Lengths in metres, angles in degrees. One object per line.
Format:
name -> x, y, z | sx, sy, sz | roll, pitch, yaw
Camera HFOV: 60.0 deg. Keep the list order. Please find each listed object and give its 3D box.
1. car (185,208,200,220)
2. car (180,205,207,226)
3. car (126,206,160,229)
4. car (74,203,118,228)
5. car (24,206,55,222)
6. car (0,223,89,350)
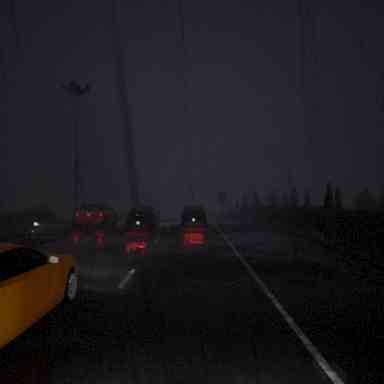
car -> 0.109, 2.839, 42.600 | 1.812, 1.442, 4.674 | 0, -6, 0
car -> 0.106, 1.770, 25.779 | 1.837, 1.490, 4.892 | 0, -2, 0
car -> -3.395, 1.720, 23.346 | 1.837, 1.490, 4.892 | 0, -1, 0
car -> -6.895, 1.587, 24.346 | 2.097, 1.767, 4.553 | 0, -1, 0
car -> -14.012, 1.986, 30.020 | 1.994, 1.385, 4.181 | 0, -3, 0
car -> -3.399, 1.525, 5.270 | 1.882, 1.535, 5.008 | 0, -1, 0
